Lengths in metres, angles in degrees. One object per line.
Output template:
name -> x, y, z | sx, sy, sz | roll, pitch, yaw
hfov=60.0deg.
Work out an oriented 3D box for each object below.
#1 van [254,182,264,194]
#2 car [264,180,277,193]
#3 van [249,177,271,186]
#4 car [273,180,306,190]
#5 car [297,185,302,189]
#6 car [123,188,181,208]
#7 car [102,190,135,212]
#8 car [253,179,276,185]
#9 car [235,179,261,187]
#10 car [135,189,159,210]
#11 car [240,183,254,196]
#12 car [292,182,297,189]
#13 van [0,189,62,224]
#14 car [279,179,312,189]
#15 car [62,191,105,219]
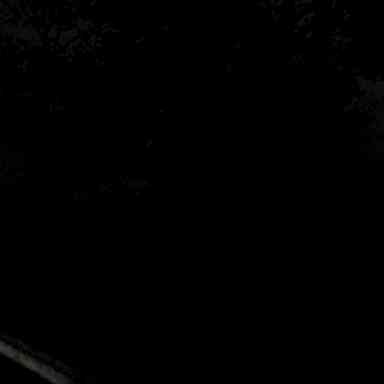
van -> 6.479, -0.625, 42.636 | 4.442, 1.987, 1.878 | 1, 4, 37
car -> 9.700, -0.656, 47.165 | 4.792, 1.488, 2.163 | 1, 4, 37
van -> 15.607, -2.518, 76.507 | 4.442, 1.987, 1.878 | 1, 4, 37
car -> 16.396, -1.251, 56.001 | 4.892, 1.521, 2.231 | 1, 4, 37
car -> 14.748, -1.080, 53.775 | 4.792, 1.488, 2.163 | 1, 4, 37
car -> -3.618, 0.455, 29.433 | 4.892, 1.521, 2.231 | 1, 4, 37
car -> -7.095, 0.735, 25.114 | 5.366, 1.575, 1.946 | 1, 4, 37
car -> 17.225, -2.412, 78.810 | 4.792, 1.488, 2.163 | 1, 4, 37
car -> 12.144, -2.002, 72.117 | 5.008, 1.535, 2.097 | 1, 4, 37
car -> -5.256, 0.627, 27.200 | 4.792, 1.488, 2.163 | 1, 4, 37
car -> 4.721, -0.220, 40.508 | 4.674, 1.452, 2.002 | 1, 4, 37
car -> 12.909, -0.975, 51.688 | 5.366, 1.575, 1.946 | 1, 4, 37
van -> -10.378, 0.802, 20.633 | 4.442, 1.987, 1.878 | 1, 4, 37
car -> 18.063, -1.394, 58.217 | 5.008, 1.535, 2.097 | 1, 4, 37
car -> -8.590, 0.915, 22.771 | 4.792, 1.488, 2.163 | 1, 4, 37
